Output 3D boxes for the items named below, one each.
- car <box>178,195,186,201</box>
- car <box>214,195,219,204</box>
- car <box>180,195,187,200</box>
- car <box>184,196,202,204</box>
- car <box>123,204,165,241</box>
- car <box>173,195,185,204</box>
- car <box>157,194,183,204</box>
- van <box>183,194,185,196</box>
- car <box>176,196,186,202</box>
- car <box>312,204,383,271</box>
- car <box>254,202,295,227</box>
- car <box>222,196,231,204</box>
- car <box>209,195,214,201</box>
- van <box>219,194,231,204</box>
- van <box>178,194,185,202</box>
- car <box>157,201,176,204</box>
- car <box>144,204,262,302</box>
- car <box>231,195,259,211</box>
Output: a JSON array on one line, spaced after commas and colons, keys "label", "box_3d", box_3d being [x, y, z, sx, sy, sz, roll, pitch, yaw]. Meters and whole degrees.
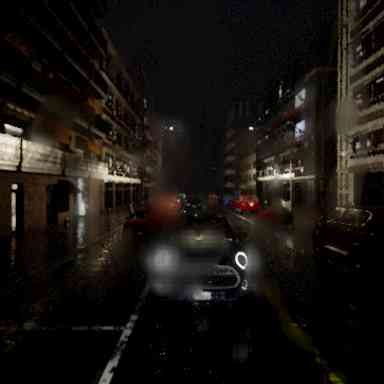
[{"label": "car", "box_3d": [-2.453, 1.537, 84.377, 1.947, 1.339, 4.313, -1, 0, 0]}, {"label": "car", "box_3d": [5.501, 1.297, 56.129, 2.192, 1.841, 5.009, -1, 0, 0]}, {"label": "car", "box_3d": [-2.484, 1.512, 95.513, 1.752, 1.417, 4.829, -1, 0, 0]}, {"label": "car", "box_3d": [0.237, 1.462, 42.169, 1.882, 1.535, 5.008, 0, 0, 0]}, {"label": "car", "box_3d": [-2.269, 1.537, 16.561, 1.887, 1.381, 4.507, -1, 0, 0]}, {"label": "car", "box_3d": [-2.393, 1.418, 61.771, 1.967, 1.590, 4.097, -1, 0, 0]}, {"label": "car", "box_3d": [-2.318, 1.302, 33.515, 2.192, 1.841, 5.009, -1, 0, 0]}, {"label": "van", "box_3d": [-2.364, 1.323, 50.469, 1.690, 1.788, 3.998, -1, 0, 0]}, {"label": "car", "box_3d": [-2.422, 1.526, 73.074, 2.008, 1.369, 4.403, -1, 0, 0]}, {"label": "car", "box_3d": [5.624, 1.312, 10.815, 2.192, 1.841, 5.009, -1, 0, 0]}, {"label": "car", "box_3d": [5.597, 1.574, 22.144, 1.802, 1.307, 4.206, -1, 0, 0]}, {"label": "car", "box_3d": [5.535, 1.567, 44.801, 1.802, 1.307, 4.206, -1, 0, 0]}, {"label": "car", "box_3d": [5.425, 1.414, 84.452, 1.967, 1.590, 4.097, -1, 0, 0]}, {"label": "van", "box_3d": [5.517, 1.325, 50.465, 1.690, 1.788, 3.998, -1, 0, 0]}, {"label": "van", "box_3d": [-2.441, 1.314, 78.726, 1.690, 1.788, 3.998, -1, 0, 0]}, {"label": "car", "box_3d": [-2.284, 1.535, 22.213, 1.887, 1.381, 4.507, -1, 0, 0]}, {"label": "car", "box_3d": [0.233, 1.348, 8.460, 2.097, 1.767, 4.553, 0, 0, 1]}, {"label": "car", "box_3d": [5.563, 1.304, 33.472, 2.192, 1.841, 5.009, -1, 0, 0]}]
